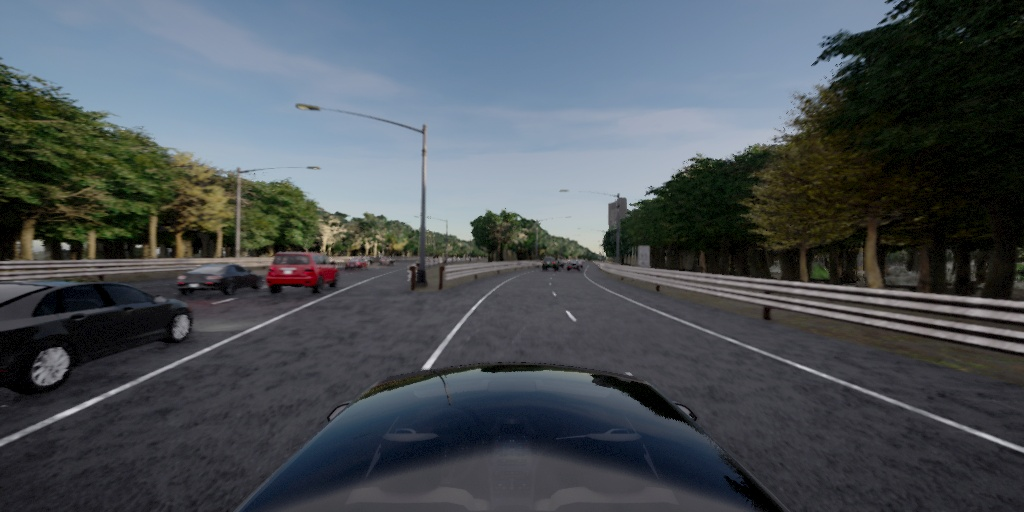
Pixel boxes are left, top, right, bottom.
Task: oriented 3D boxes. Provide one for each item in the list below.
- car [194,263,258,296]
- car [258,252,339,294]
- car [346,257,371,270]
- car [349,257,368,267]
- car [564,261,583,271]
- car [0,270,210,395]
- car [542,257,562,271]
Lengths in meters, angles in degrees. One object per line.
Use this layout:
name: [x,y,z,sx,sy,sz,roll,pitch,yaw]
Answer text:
car: [-14.051,1.075,17.503,1.812,1.442,4.674,1,0,-13]
car: [-10.958,0.832,19.189,2.150,2.045,5.566,1,0,-13]
car: [-19.846,1.025,45.937,1.812,1.442,4.674,1,0,-10]
car: [-25.449,0.940,59.453,1.812,1.442,4.674,1,0,-9]
car: [9.580,1.539,55.746,1.837,1.490,4.892,1,0,13]
car: [-7.680,1.144,6.133,1.837,1.490,4.892,1,0,-15]
car: [5.997,1.199,55.745,2.150,2.045,5.566,1,0,13]
